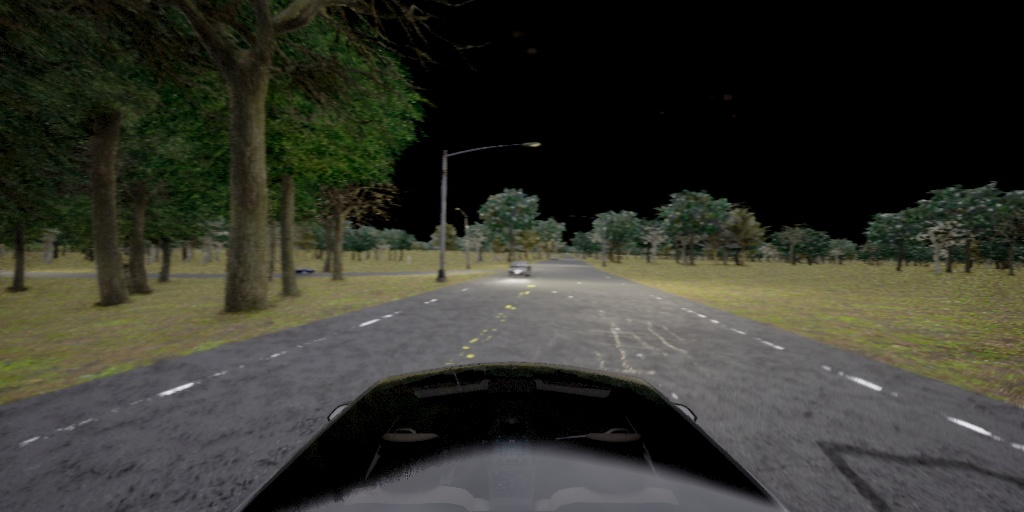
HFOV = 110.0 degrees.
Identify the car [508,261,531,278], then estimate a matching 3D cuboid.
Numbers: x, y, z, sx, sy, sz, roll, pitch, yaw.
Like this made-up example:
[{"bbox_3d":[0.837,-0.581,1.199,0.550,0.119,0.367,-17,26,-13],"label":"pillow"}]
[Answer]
[{"bbox_3d":[0.812,1.256,34.297,2.128,1.511,4.902,2,0,7],"label":"car"}]
